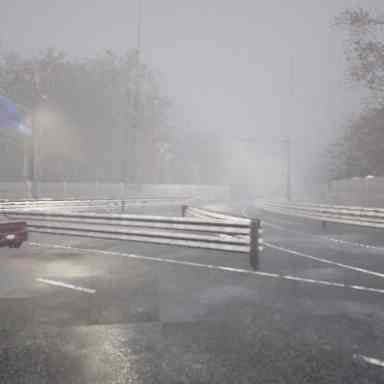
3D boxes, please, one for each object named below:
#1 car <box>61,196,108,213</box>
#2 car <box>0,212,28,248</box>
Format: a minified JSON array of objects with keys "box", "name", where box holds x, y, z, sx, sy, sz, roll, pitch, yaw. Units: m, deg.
[{"box":[-10.891,1.192,33.726,4.553,1.767,2.097,0,0,-37],"name":"car"},{"box":[-8.567,1.427,12.873,5.008,1.535,1.882,0,0,27],"name":"car"}]
